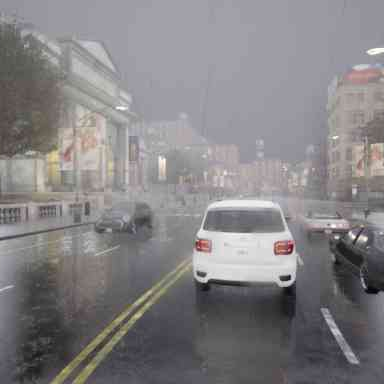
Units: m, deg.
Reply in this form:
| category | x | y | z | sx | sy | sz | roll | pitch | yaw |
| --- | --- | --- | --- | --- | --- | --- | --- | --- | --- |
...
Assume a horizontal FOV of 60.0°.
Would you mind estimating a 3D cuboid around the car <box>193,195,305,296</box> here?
| category | x | y | z | sx | sy | sz | roll | pitch | yaw |
| --- | --- | --- | --- | --- | --- | --- | --- | --- | --- |
| car | 1.464 | 1.221 | 8.943 | 2.150 | 2.045 | 5.566 | 0 | 0 | 11 |

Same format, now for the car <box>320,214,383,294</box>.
| category | x | y | z | sx | sy | sz | roll | pitch | yaw |
| --- | --- | --- | --- | --- | --- | --- | --- | --- | --- |
| car | 4.980 | 1.547 | 8.577 | 2.033 | 1.411 | 5.357 | 0 | 0 | 11 |

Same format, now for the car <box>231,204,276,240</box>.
| category | x | y | z | sx | sy | sz | roll | pitch | yaw |
| --- | --- | --- | --- | --- | --- | --- | --- | --- | --- |
| car | 3.425 | 1.491 | 18.249 | 2.128 | 1.511 | 4.902 | 0 | 0 | 12 |

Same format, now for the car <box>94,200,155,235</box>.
| category | x | y | z | sx | sy | sz | roll | pitch | yaw |
| --- | --- | --- | --- | --- | --- | --- | --- | --- | --- |
| car | -3.707 | 1.351 | 19.005 | 2.097 | 1.767 | 4.553 | 0 | 0 | 13 |

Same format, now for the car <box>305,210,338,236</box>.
| category | x | y | z | sx | sy | sz | roll | pitch | yaw |
| --- | --- | --- | --- | --- | --- | --- | --- | --- | --- |
| car | 6.965 | 1.601 | 18.018 | 1.895 | 1.301 | 4.718 | 0 | 0 | 12 |
